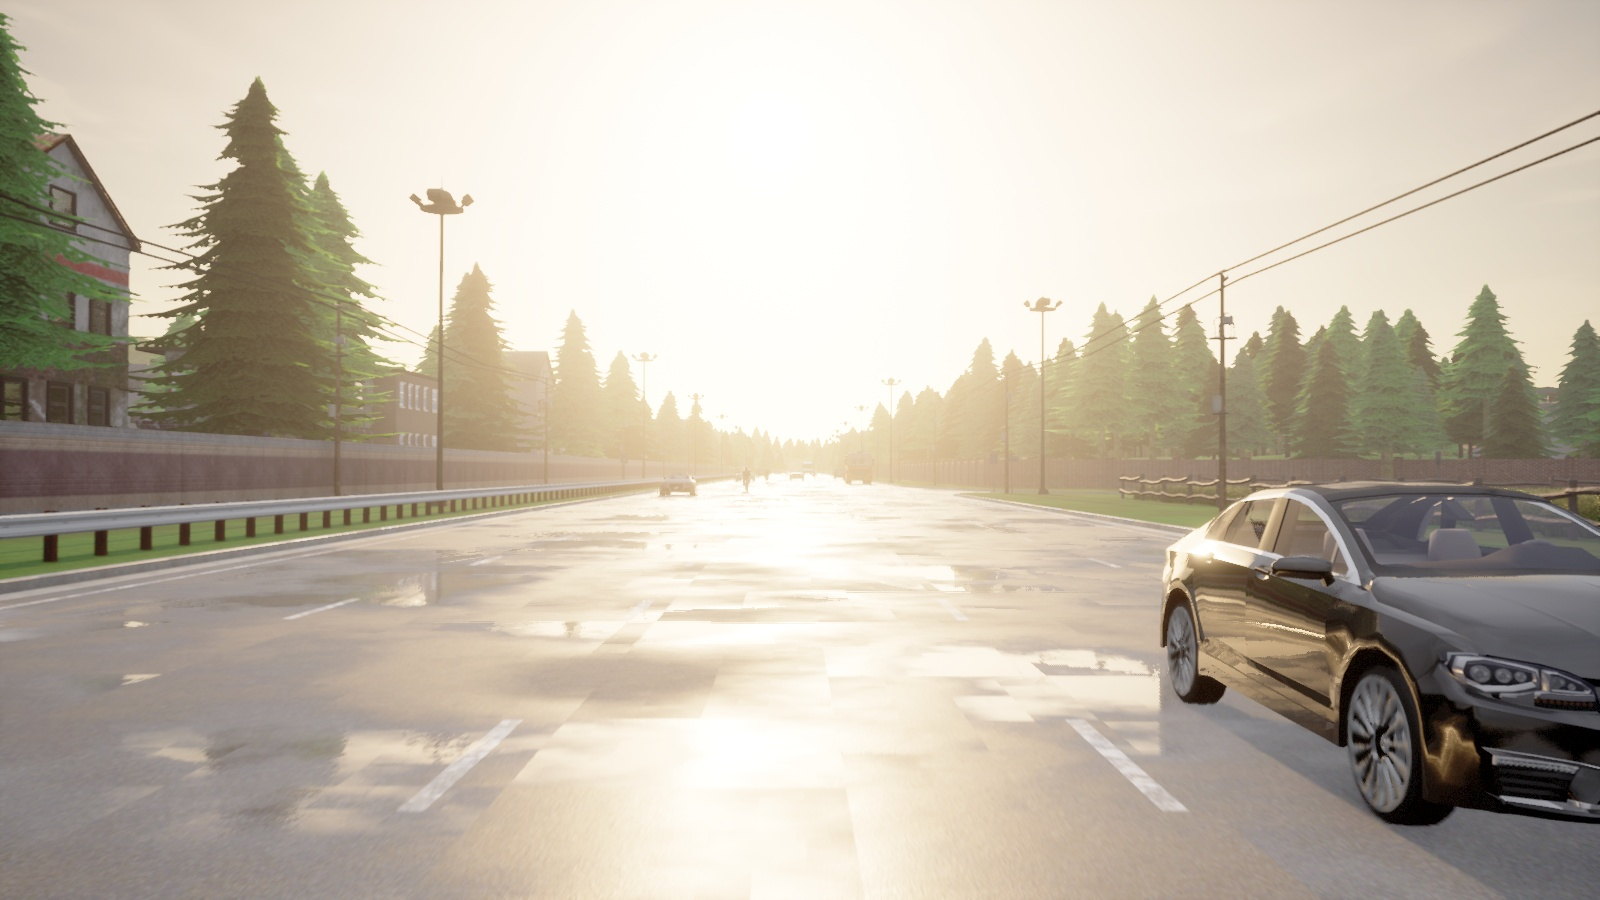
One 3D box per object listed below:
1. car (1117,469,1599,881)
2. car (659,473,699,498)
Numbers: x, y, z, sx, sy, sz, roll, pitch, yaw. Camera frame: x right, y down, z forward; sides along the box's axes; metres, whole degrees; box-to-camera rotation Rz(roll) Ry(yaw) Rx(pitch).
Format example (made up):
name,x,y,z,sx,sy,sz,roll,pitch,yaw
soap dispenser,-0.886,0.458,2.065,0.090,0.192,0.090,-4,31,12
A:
name,x,y,z,sx,sy,sz,roll,pitch,yaw
car,3.483,0.868,7.093,2.128,1.511,4.902,0,-1,0
car,-7.178,2.090,74.754,1.994,1.385,4.181,0,-1,0
